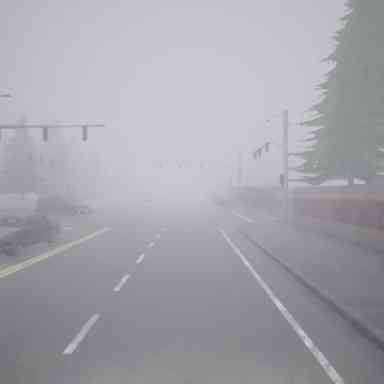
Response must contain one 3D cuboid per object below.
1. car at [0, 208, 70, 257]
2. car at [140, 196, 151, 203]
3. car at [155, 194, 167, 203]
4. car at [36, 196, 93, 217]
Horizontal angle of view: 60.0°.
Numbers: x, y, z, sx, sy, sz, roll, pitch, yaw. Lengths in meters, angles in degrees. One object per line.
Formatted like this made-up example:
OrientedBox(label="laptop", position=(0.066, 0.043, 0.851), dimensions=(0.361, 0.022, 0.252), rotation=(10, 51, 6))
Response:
OrientedBox(label="car", position=(-7.042, 1.580, 13.415), dimensions=(2.033, 1.411, 5.357), rotation=(0, 0, 1))
OrientedBox(label="car", position=(-10.502, 1.659, 75.567), dimensions=(1.882, 1.535, 5.008), rotation=(0, 0, 0))
OrientedBox(label="car", position=(-7.002, 1.406, 75.537), dimensions=(2.150, 2.045, 5.566), rotation=(0, 0, 0))
OrientedBox(label="car", position=(-12.201, 1.394, 31.681), dimensions=(5.566, 2.045, 2.150), rotation=(0, -1, 21))
